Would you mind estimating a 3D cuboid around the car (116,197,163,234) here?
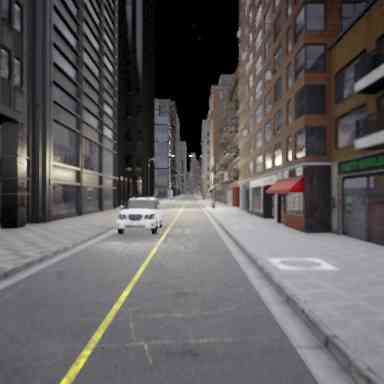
[{"bbox_3d":[-2.993,1.335,20.180,2.150,2.045,5.566,0,-1,0],"label":"car"}]
